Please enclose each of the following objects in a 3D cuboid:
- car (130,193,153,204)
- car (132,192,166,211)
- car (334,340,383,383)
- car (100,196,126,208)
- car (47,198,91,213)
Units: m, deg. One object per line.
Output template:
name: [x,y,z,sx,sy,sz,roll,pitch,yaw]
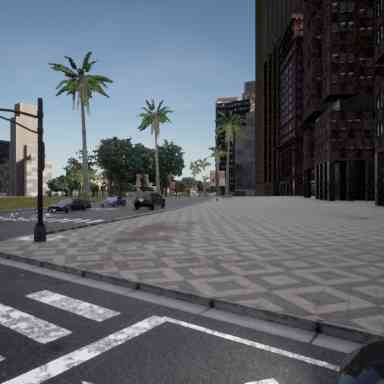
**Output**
car: [-8.087,0.994,53.670,2.097,1.767,4.553,0,1,11]
car: [-4.709,0.996,37.668,2.150,2.045,5.566,0,0,13]
car: [3.181,1.505,1.441,4.892,1.490,1.837,0,0,34]
car: [-10.218,1.259,43.589,1.812,1.442,4.674,0,1,13]
car: [-12.444,1.362,34.196,2.033,1.411,5.357,0,0,14]
